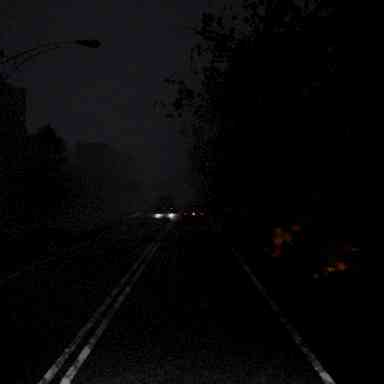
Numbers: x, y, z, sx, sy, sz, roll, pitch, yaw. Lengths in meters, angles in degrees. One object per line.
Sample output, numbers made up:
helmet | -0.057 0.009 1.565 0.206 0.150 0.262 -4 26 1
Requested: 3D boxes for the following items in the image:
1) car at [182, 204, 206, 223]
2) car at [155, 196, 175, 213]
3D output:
car | 0.141 1.714 27.368 2.033 1.411 5.357 0 -1 0
car | -3.258 1.511 41.344 2.150 2.045 5.566 0 0 0
